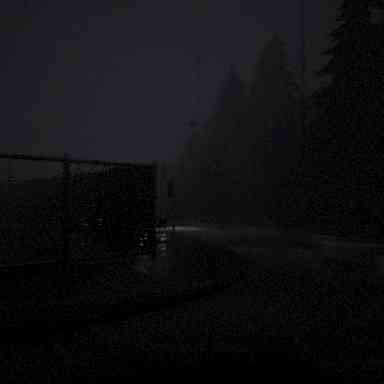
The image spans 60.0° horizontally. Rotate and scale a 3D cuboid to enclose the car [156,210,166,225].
[{"bbox_3d":[-3.744,1.682,24.805,1.812,1.442,4.674,1,-1,-36],"label":"car"}]
